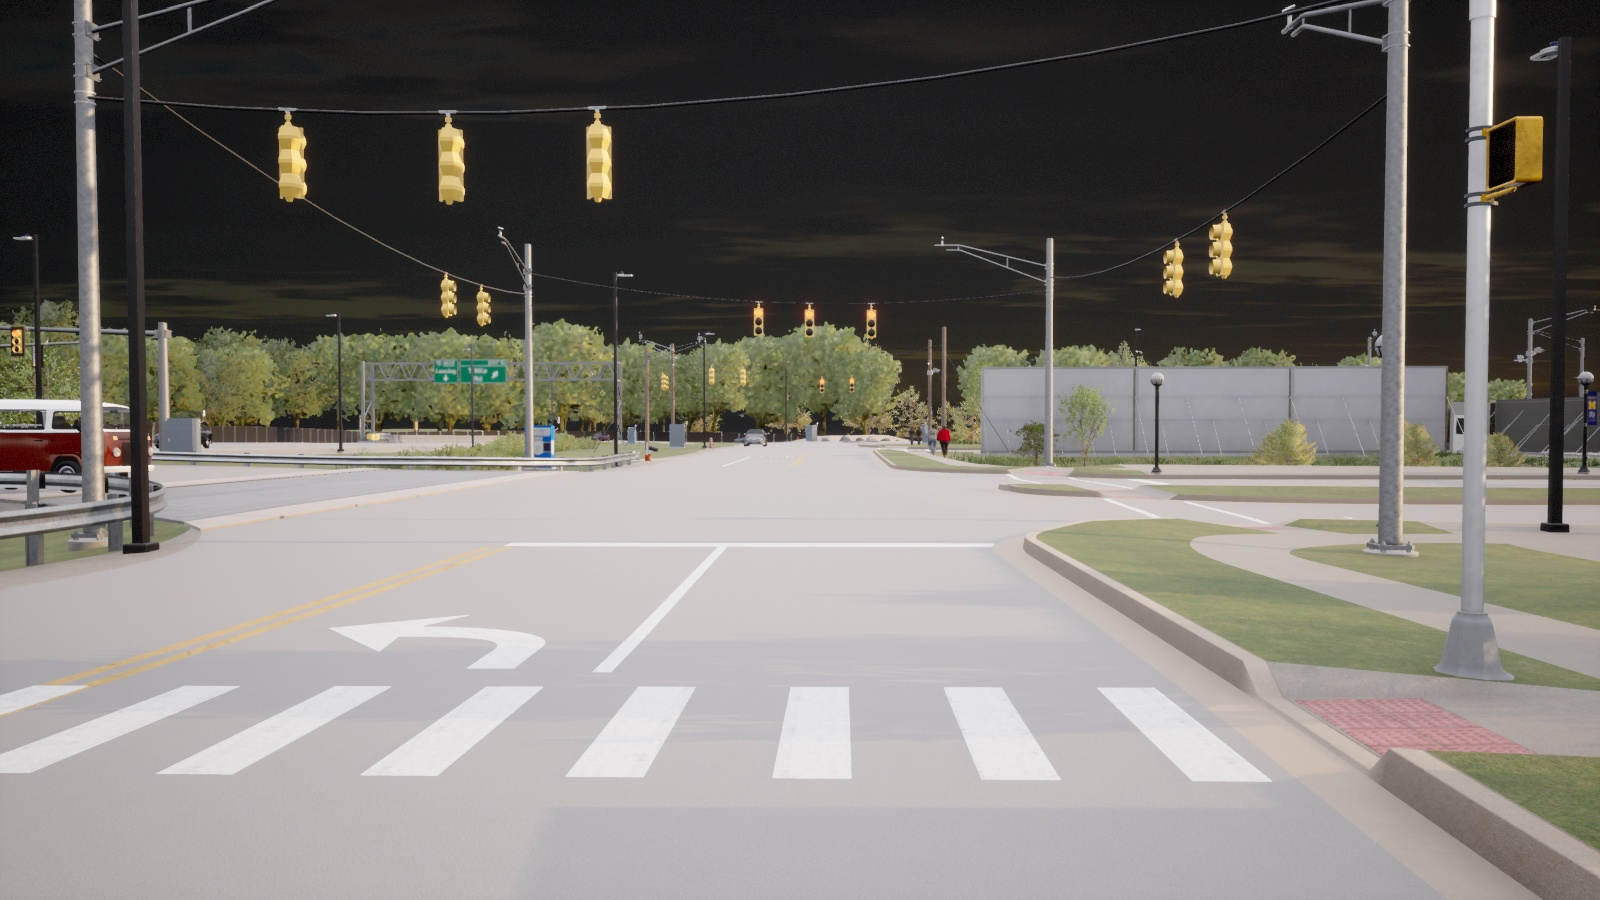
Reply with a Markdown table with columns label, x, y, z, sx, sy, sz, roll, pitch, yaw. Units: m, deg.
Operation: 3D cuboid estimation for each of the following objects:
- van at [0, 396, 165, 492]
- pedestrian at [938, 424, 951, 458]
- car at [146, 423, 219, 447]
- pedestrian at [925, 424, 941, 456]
| label | x | y | z | sx | sy | sz | roll | pitch | yaw |
| --- | --- | --- | --- | --- | --- | --- | --- | --- | --- |
| van | -16.840 | -0.136 | 27.854 | 4.480 | 2.038 | 2.069 | 0 | 1 | 5 |
| pedestrian | 7.931 | -0.499 | 68.949 | 0.634 | 1.844 | 0.899 | 0 | 2 | 2 |
| car | -39.440 | -0.940 | 80.375 | 2.128 | 1.511 | 4.902 | 0 | 1 | 2 |
| pedestrian | 7.875 | -0.595 | 74.457 | 0.874 | 1.855 | 0.900 | 0 | 2 | 2 |
